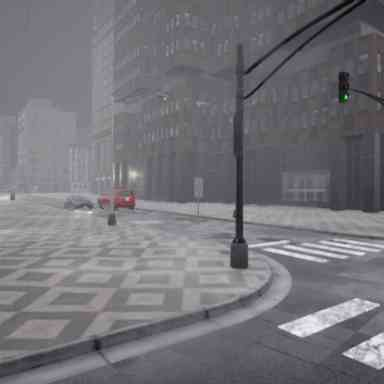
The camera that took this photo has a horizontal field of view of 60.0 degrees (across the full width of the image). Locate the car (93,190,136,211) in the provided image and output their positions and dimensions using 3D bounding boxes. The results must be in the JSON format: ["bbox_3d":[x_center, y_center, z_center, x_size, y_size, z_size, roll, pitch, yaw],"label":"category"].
[{"bbox_3d":[-7.617,0.785,33.352,2.150,2.045,5.566,0,1,-36],"label":"car"}]

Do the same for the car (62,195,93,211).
[{"bbox_3d":[-11.579,1.052,33.576,2.033,1.411,5.357,0,1,-35],"label":"car"}]
